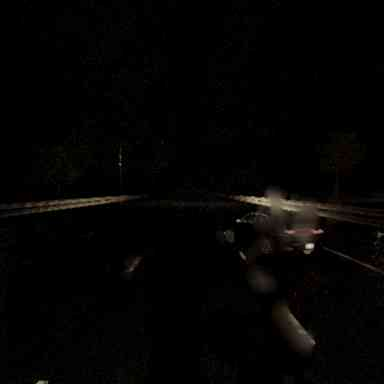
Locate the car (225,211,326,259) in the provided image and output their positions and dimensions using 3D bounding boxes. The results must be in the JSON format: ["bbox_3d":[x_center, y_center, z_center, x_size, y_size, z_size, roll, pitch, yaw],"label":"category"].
[{"bbox_3d":[2.884,1.450,12.600,2.128,1.511,4.902,1,0,-18],"label":"car"}]
